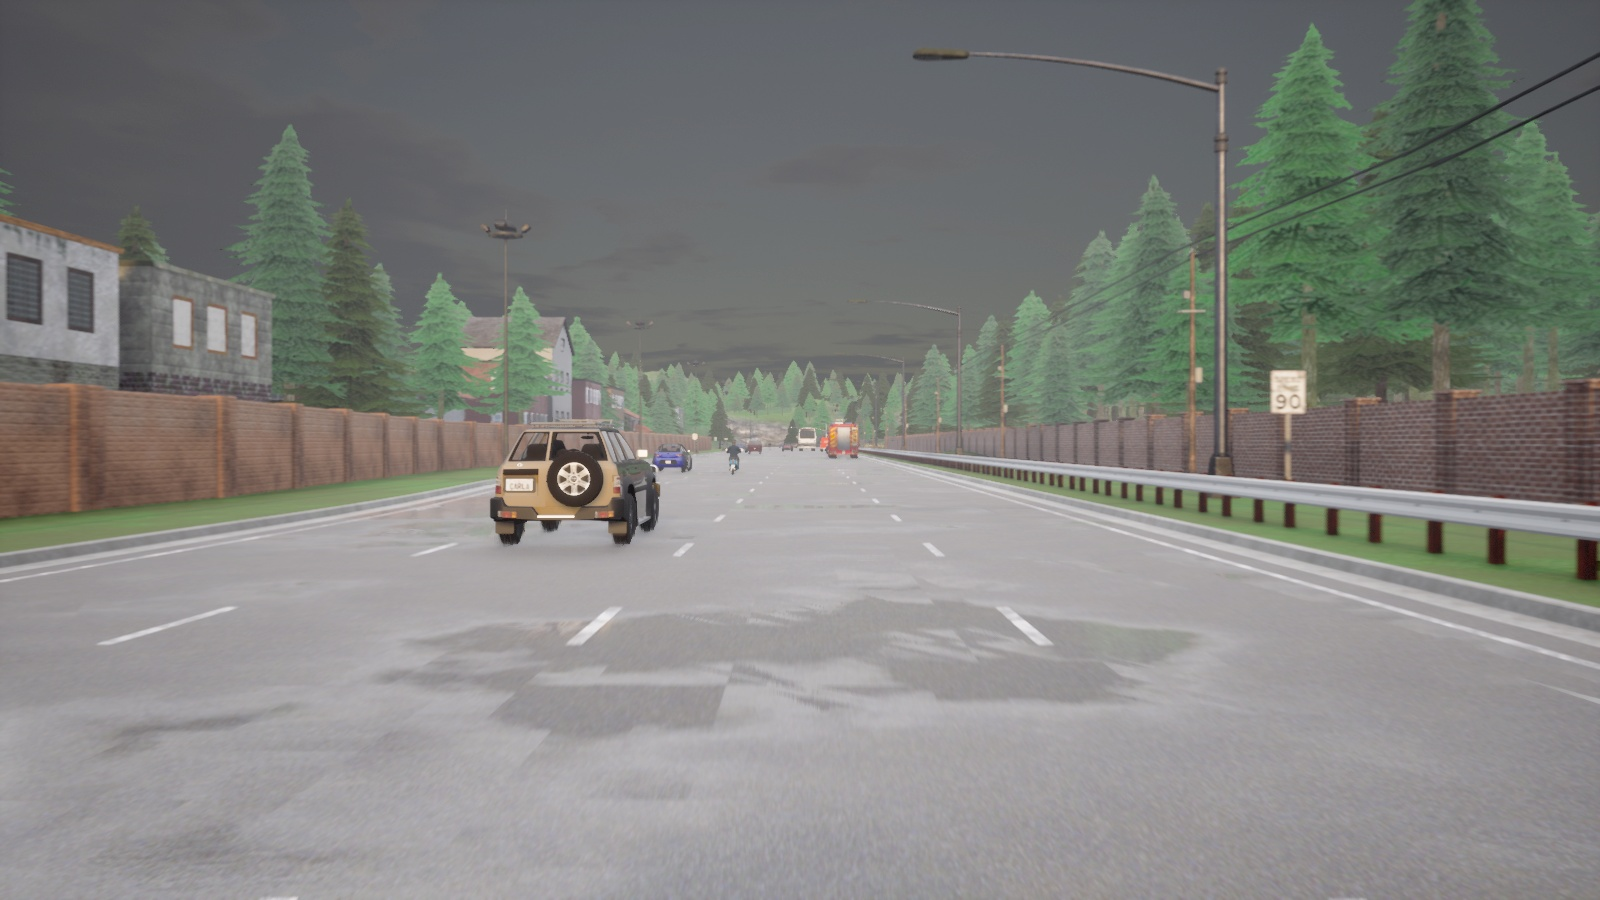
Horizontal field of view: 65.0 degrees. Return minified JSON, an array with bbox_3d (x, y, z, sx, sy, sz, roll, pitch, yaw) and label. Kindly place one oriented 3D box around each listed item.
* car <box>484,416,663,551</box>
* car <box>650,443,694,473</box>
[{"bbox_3d":[-3.373,0.451,19.616,1.932,1.855,4.605,0,0,0],"label":"car"},{"bbox_3d":[-6.615,0.391,65.228,1.816,1.474,4.193,0,0,0],"label":"car"}]
